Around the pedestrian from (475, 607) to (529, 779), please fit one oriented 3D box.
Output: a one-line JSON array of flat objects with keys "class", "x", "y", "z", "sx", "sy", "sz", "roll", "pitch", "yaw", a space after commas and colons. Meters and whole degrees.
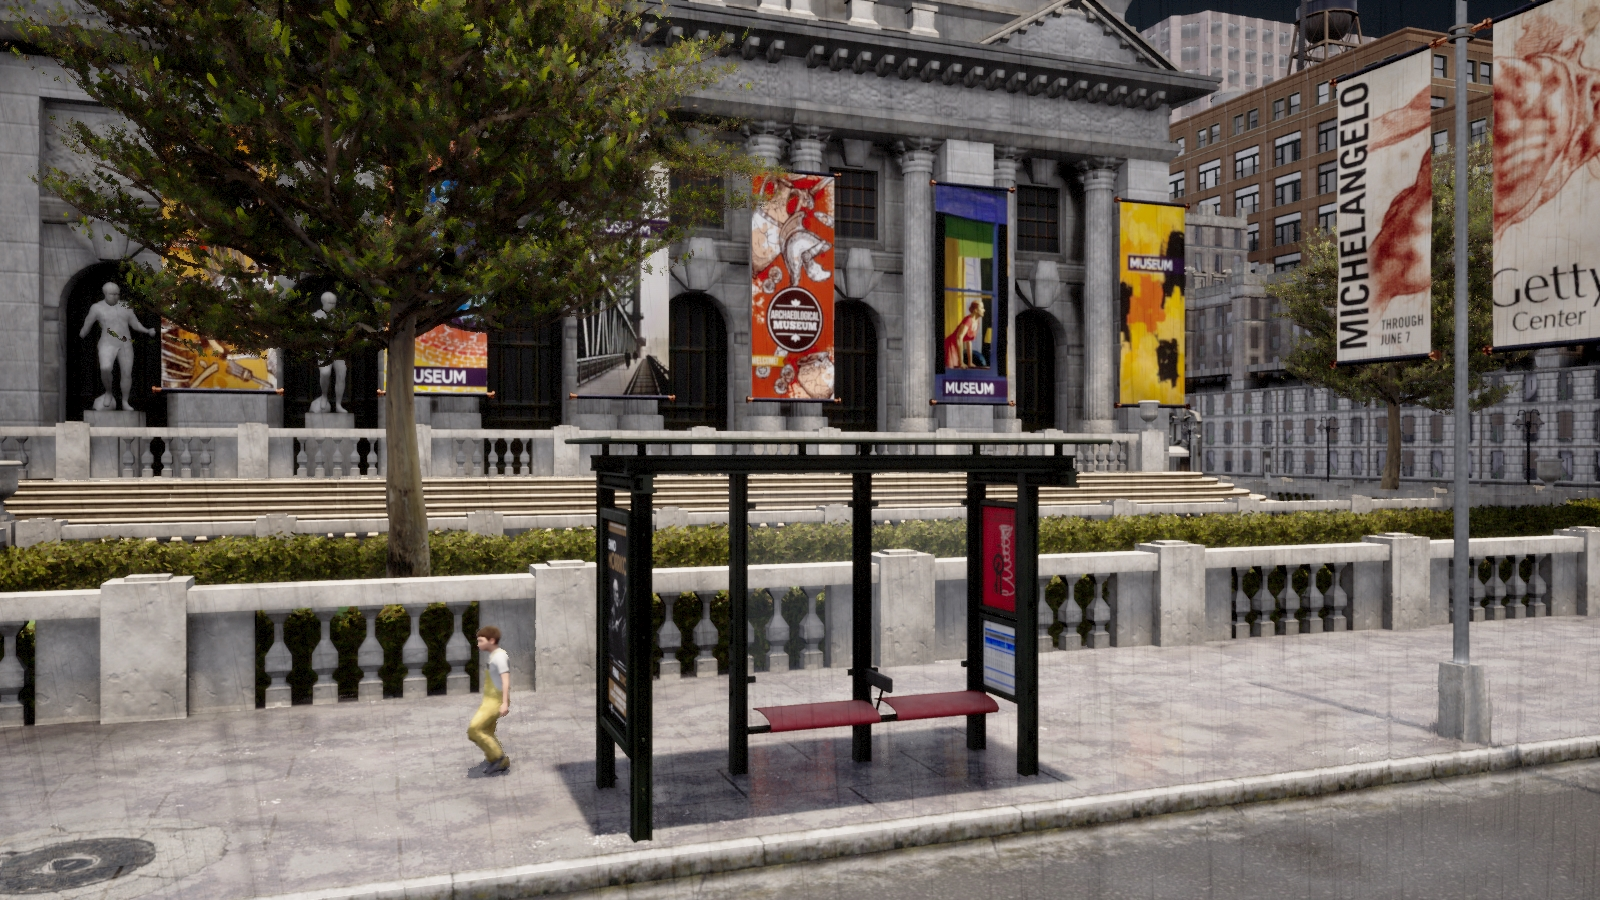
[{"class": "pedestrian", "x": -2.449, "y": 1.977, "z": 9.384, "sx": 0.375, "sy": 1.300, "sz": 0.375, "roll": 0, "pitch": 0, "yaw": -25}]
